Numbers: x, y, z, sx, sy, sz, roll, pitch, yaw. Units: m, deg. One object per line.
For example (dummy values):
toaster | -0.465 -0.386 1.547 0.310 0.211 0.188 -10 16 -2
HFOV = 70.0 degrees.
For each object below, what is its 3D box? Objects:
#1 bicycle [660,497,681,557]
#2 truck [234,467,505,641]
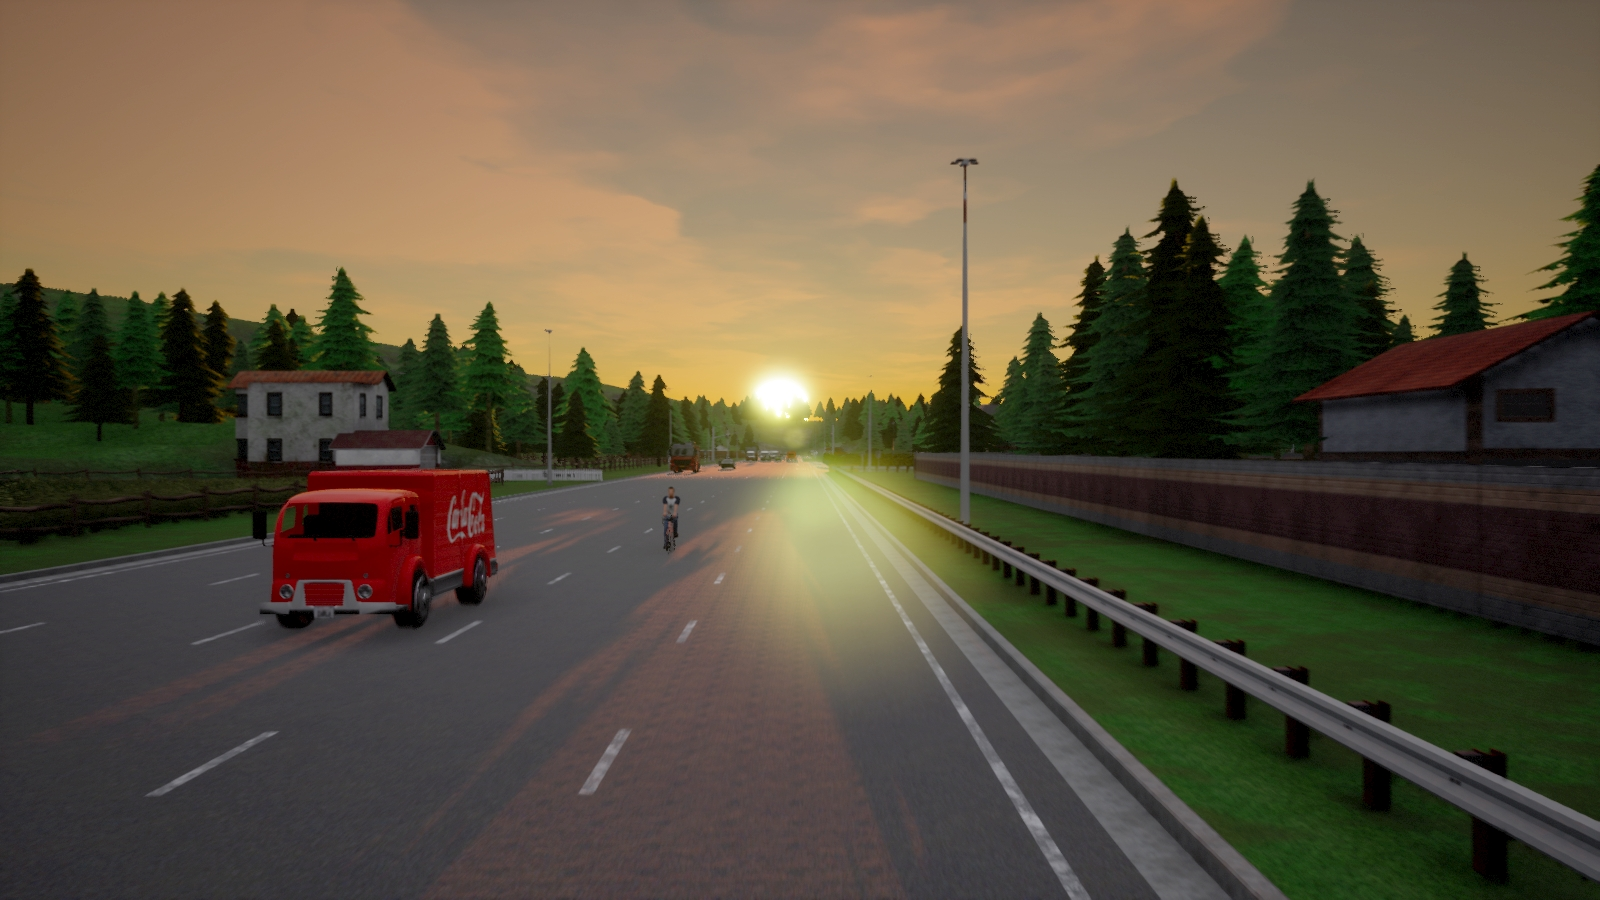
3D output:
bicycle | -3.496 2.056 30.908 0.373 1.496 1.643 0 0 0
truck | -6.997 1.568 19.383 2.627 2.467 5.204 0 0 0
